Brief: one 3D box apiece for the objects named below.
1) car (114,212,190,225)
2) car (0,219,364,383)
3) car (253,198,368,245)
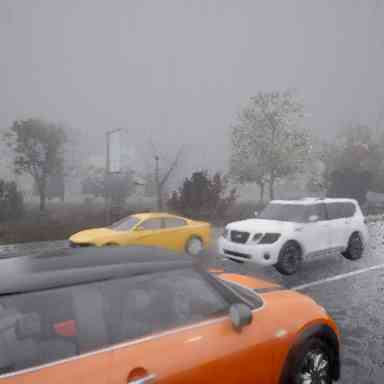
[{"bbox_3d":[-1.604,1.477,11.447,5.008,1.535,1.882,0,0,-35],"label":"car"},{"bbox_3d":[-0.504,1.352,3.384,4.553,1.767,2.097,0,0,-35],"label":"car"},{"bbox_3d":[3.465,1.221,10.763,5.566,2.045,2.150,0,0,-35],"label":"car"}]
